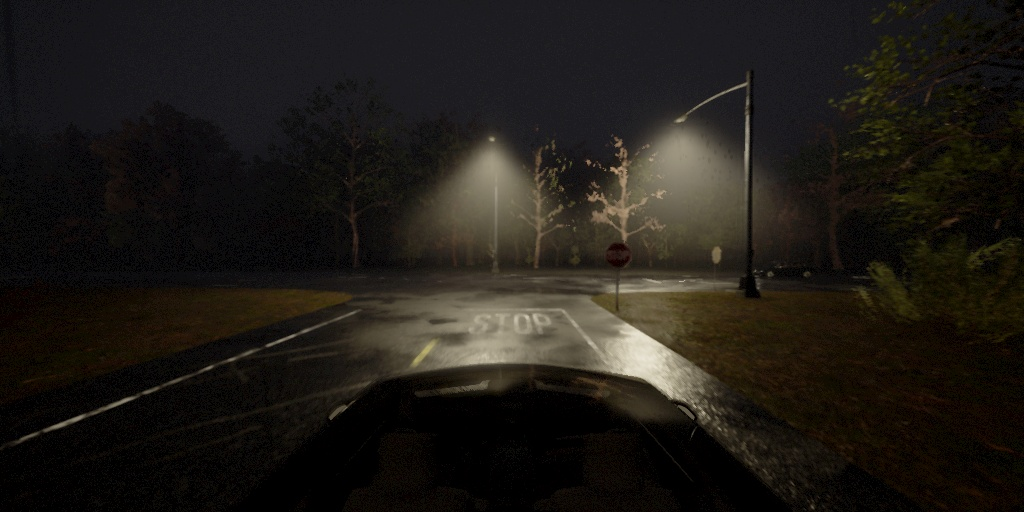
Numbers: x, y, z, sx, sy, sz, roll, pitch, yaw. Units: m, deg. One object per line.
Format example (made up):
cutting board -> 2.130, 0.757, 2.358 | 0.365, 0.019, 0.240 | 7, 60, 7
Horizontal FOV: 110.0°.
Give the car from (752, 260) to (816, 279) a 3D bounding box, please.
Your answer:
car -> 21.775, 1.121, 29.076 | 4.892, 1.490, 1.837 | -1, 1, 0
